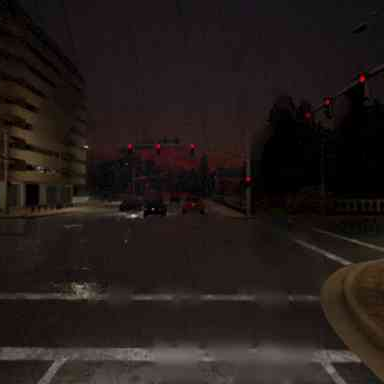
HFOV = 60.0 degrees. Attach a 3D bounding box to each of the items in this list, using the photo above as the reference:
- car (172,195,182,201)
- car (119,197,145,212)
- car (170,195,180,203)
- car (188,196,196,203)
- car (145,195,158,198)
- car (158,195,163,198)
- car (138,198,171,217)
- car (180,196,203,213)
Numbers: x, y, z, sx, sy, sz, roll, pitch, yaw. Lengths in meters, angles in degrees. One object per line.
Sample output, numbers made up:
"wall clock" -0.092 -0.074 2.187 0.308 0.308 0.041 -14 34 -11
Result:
"car" -3.496 1.373 77.024 2.128 1.511 4.902 0 0 0
"car" -7.086 1.473 38.467 1.882 1.535 5.008 0 0 0
"car" -3.496 1.469 67.774 1.882 1.535 5.008 0 0 0
"car" 0.004 1.515 71.287 1.812 1.442 4.674 0 0 0
"car" -7.062 1.518 53.026 1.812 1.442 4.674 0 0 0
"car" -6.999 1.449 68.043 1.837 1.490 4.892 0 0 0
"car" -3.396 1.544 31.360 2.033 1.411 5.357 0 0 0
"car" 0.102 1.347 36.553 2.097 1.767 4.553 0 0 0
